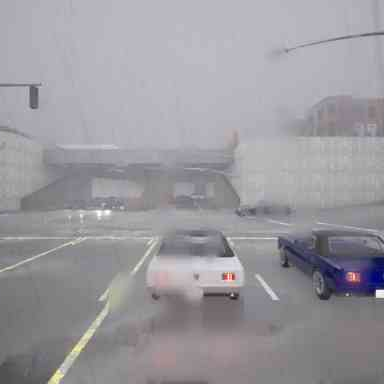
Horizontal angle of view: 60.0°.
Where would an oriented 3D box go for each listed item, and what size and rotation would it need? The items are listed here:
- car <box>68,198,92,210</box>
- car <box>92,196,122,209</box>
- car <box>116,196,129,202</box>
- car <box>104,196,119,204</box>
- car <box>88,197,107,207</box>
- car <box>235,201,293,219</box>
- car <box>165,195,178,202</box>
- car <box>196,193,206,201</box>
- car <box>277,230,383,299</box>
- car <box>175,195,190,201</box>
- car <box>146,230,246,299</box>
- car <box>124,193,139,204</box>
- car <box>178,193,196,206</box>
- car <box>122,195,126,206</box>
[{"bbox_3d":[-14.783,1.526,44.111,1.812,1.442,4.674,0,0,-2],"label":"car"},{"bbox_3d":[-11.293,1.491,44.548,2.128,1.511,4.902,0,0,-1],"label":"car"},{"bbox_3d":[-15.362,1.539,73.819,2.033,1.411,5.357,0,0,-1],"label":"car"},{"bbox_3d":[-15.213,1.526,63.161,1.812,1.442,4.674,0,0,-1],"label":"car"},{"bbox_3d":[-15.004,1.526,53.159,1.812,1.442,4.674,0,0,-1],"label":"car"},{"bbox_3d":[6.201,1.506,28.950,4.902,1.511,2.128,0,0,9],"label":"car"},{"bbox_3d":[-4.774,1.355,75.589,2.097,1.767,4.553,0,0,6],"label":"car"},{"bbox_3d":[1.568,1.225,85.867,2.150,2.045,5.566,0,0,28],"label":"car"},{"bbox_3d":[3.578,1.601,8.391,1.895,1.301,4.718,0,0,0],"label":"car"},{"bbox_3d":[-2.423,1.478,85.456,1.882,1.535,5.008,0,0,24],"label":"car"},{"bbox_3d":[0.078,1.601,8.380,1.895,1.301,4.718,0,0,0],"label":"car"},{"bbox_3d":[-11.742,1.221,64.892,2.150,2.045,5.566,0,0,-1],"label":"car"},{"bbox_3d":[-0.866,1.352,54.999,2.097,1.767,4.553,0,0,-2],"label":"car"},{"bbox_3d":[-11.530,1.547,54.185,2.033,1.411,5.357,0,0,-1],"label":"car"}]
